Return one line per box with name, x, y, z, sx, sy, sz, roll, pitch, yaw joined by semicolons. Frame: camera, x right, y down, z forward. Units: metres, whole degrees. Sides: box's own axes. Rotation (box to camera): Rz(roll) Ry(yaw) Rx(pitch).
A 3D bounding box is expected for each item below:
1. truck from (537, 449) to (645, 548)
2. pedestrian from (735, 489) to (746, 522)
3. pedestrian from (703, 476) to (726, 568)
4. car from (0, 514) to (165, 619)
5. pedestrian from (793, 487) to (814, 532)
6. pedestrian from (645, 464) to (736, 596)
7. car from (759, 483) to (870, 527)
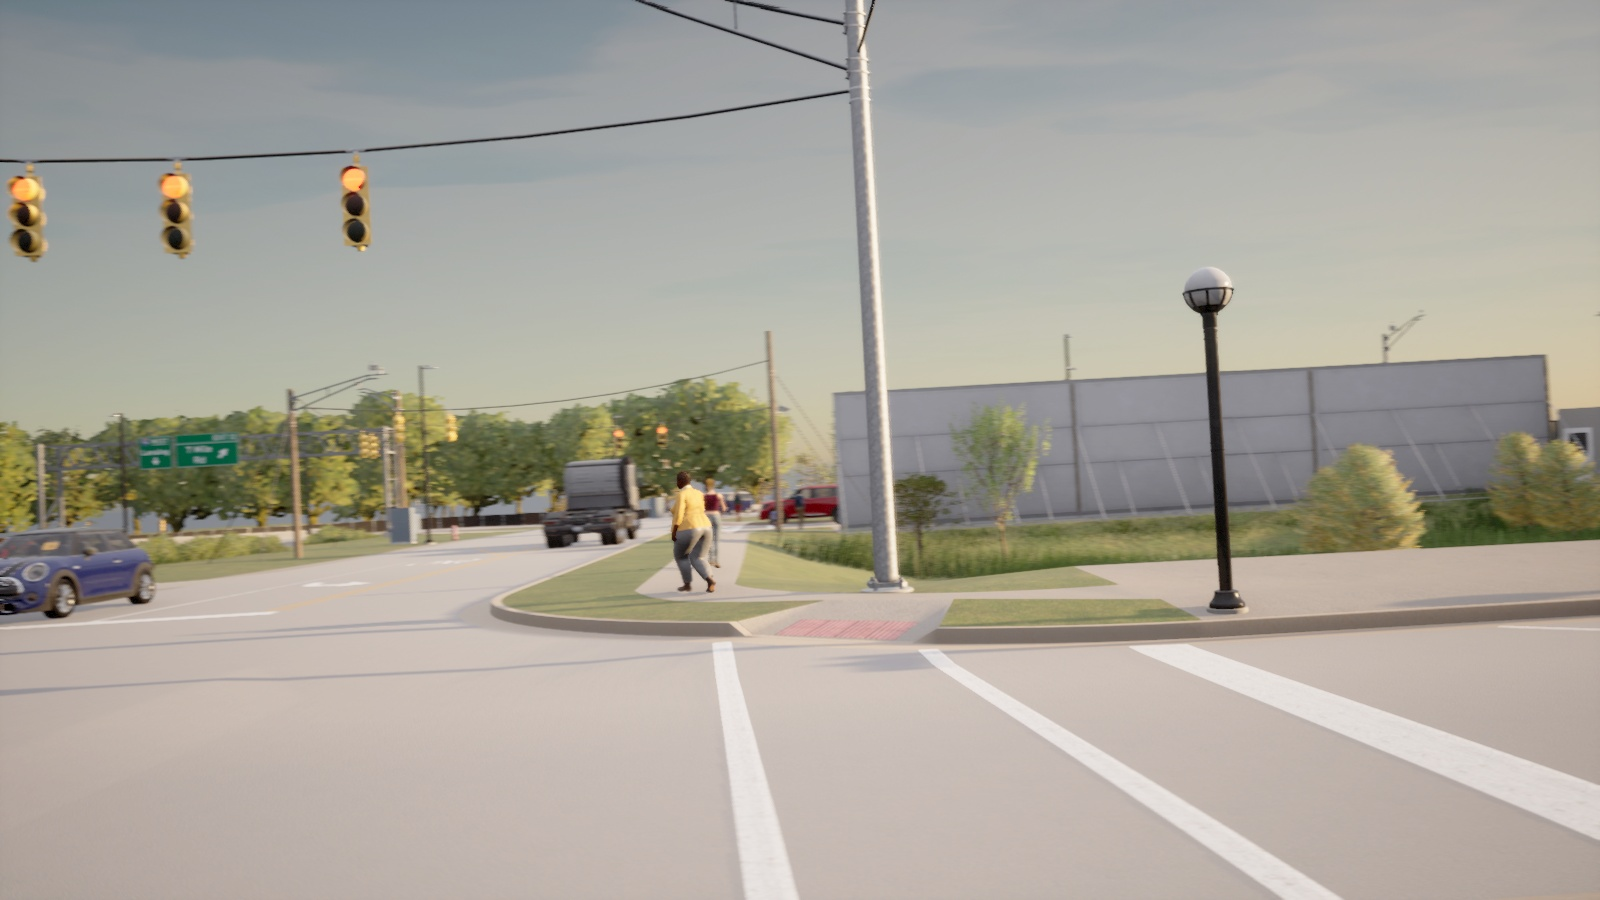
truck;-8.093;1.909;49.733;2.891;3.462;7.936;-3;-2;-1
pedestrian;-3.381;3.156;71.520;0.353;1.847;0.614;-3;-1;20
pedestrian;-1.742;1.457;25.569;0.345;1.836;0.594;-3;-1;-2
car;-14.586;2.217;24.519;2.097;1.767;4.553;-3;-2;-1
pedestrian;0.163;2.625;55.758;0.423;1.949;0.788;-4;-1;43
pedestrian;-1.612;1.160;18.485;0.900;1.855;0.874;-4;-1;40
car;0.785;2.871;65.584;5.566;2.045;2.150;-2;-1;5
